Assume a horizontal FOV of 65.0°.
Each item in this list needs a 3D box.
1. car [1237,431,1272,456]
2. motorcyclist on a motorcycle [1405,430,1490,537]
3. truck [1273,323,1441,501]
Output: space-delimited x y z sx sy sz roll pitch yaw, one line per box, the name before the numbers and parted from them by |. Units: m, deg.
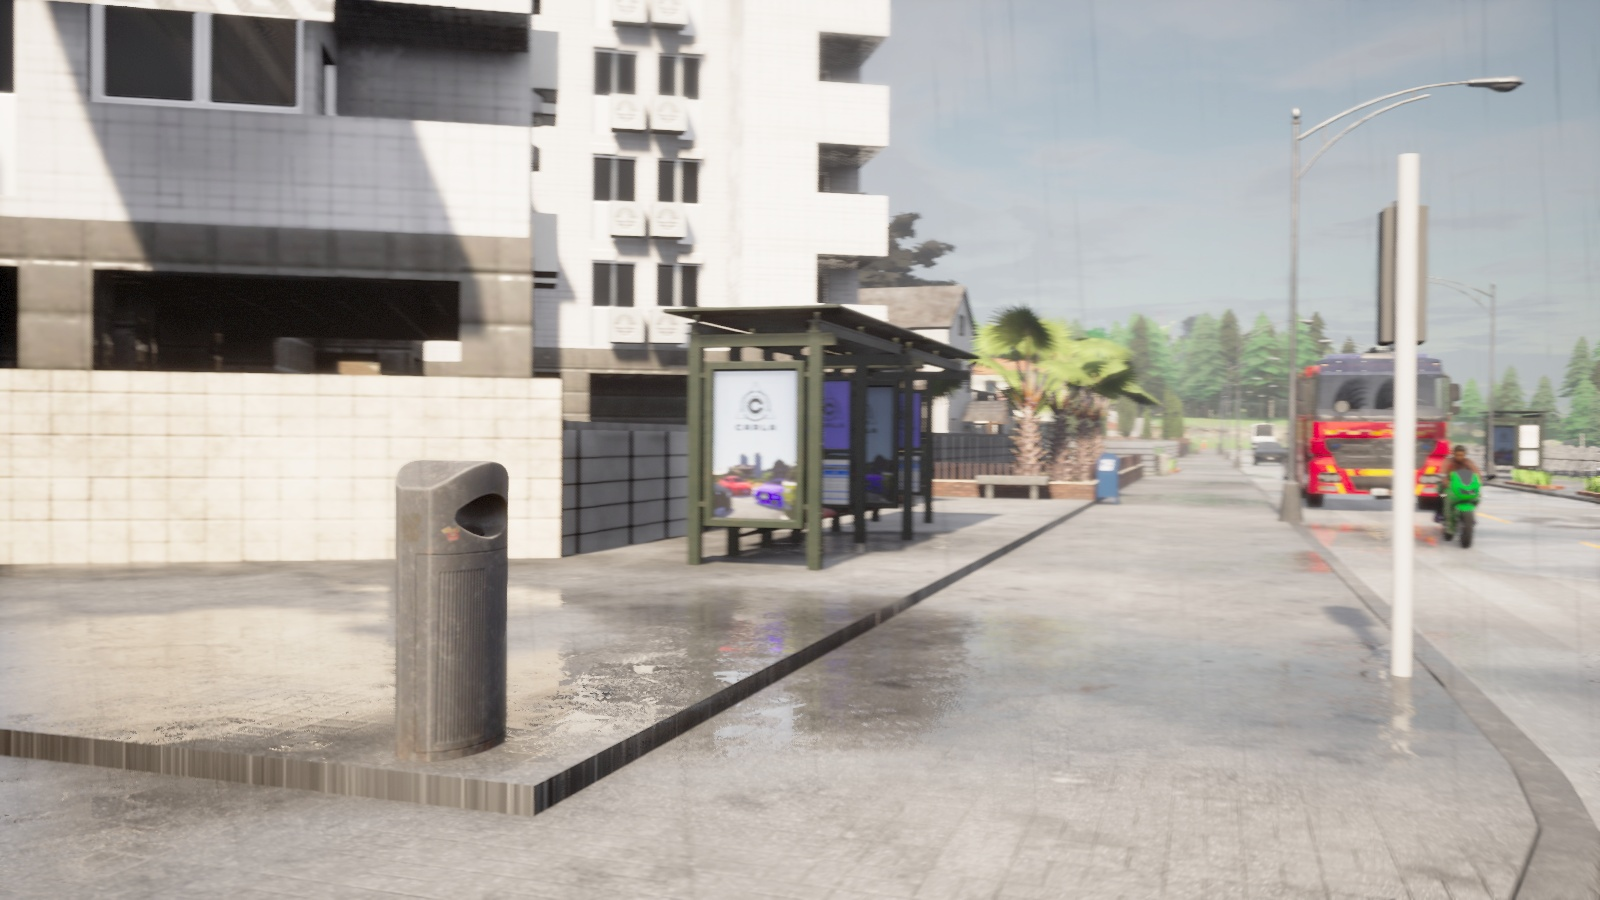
car | 29.018 -0.412 80.349 1.882 1.535 5.008 -1 1 17
motorcyclist on a motorcycle | 9.721 0.467 18.924 0.797 1.523 2.044 -1 1 17
truck | 13.641 -0.858 31.436 2.891 3.827 8.468 -1 1 17
